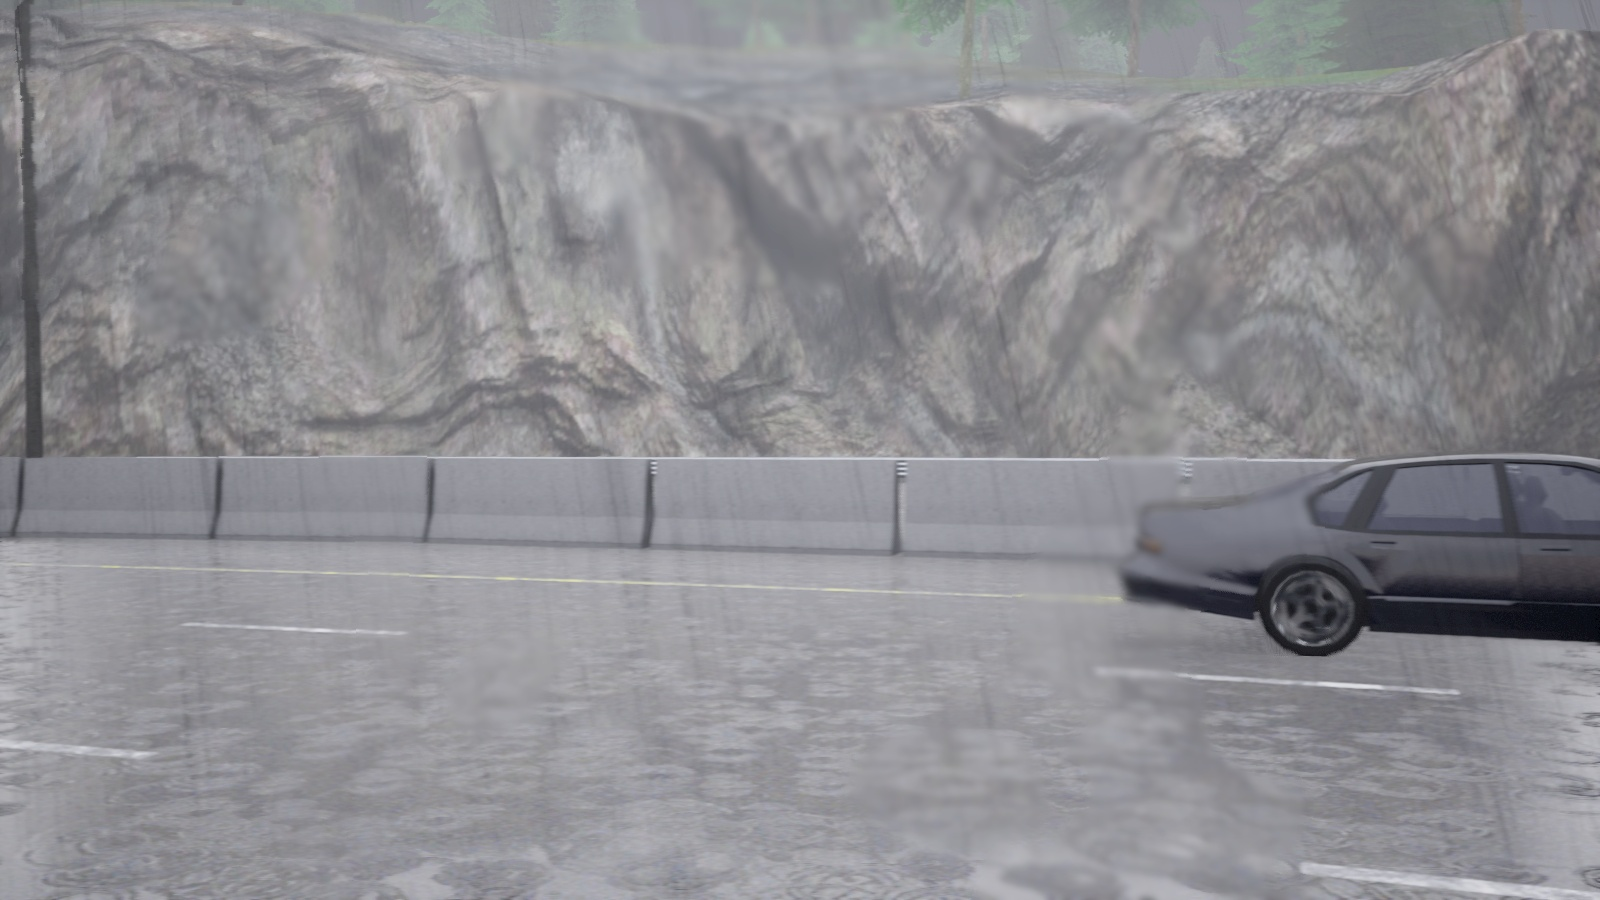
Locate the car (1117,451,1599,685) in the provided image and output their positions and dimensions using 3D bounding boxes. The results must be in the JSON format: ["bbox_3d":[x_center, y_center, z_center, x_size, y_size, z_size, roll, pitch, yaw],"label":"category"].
[{"bbox_3d":[5.110,0.749,8.903,5.357,1.411,2.033,1,1,20],"label":"car"}]
